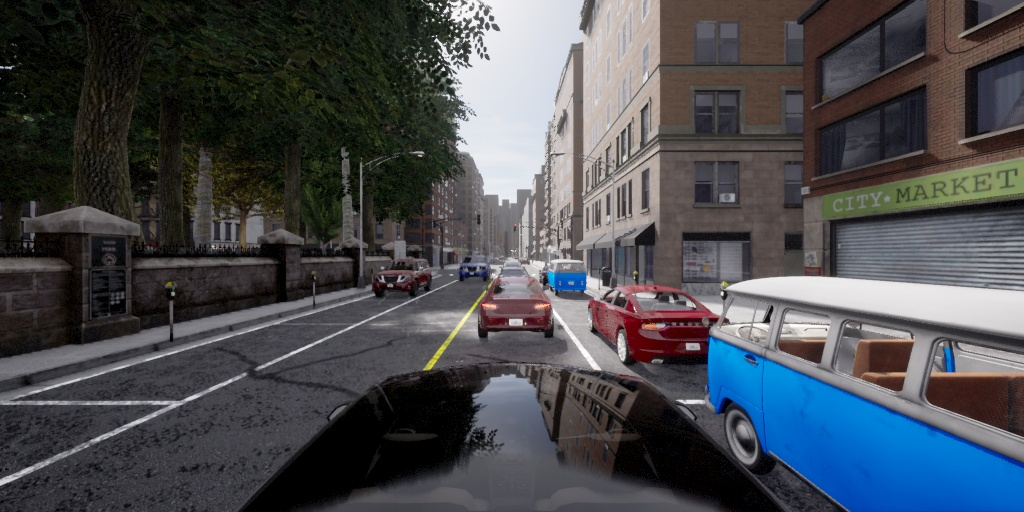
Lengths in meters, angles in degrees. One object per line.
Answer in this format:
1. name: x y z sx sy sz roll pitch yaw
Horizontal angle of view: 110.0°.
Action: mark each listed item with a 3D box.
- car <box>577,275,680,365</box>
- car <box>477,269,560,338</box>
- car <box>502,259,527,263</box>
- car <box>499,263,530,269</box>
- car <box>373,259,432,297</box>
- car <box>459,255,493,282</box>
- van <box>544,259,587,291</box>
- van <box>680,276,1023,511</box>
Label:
1. car: 2.860 1.294 7.891 1.888 1.381 4.507 0 0 0
2. car: 0.100 1.274 10.093 1.812 1.442 4.674 0 0 0
3. car: 0.020 1.242 29.417 1.837 1.490 4.892 0 0 0
4. car: 0.107 1.292 19.672 2.033 1.411 5.357 0 0 1
5. car: -5.658 1.059 19.177 2.192 1.841 5.009 0 0 0
6. car: -2.984 0.944 29.552 2.150 2.045 5.566 0 0 0
7. van: 2.867 1.086 19.212 1.690 1.789 3.998 0 0 0
8. van: 2.857 1.091 2.230 1.690 1.789 3.998 0 0 0
